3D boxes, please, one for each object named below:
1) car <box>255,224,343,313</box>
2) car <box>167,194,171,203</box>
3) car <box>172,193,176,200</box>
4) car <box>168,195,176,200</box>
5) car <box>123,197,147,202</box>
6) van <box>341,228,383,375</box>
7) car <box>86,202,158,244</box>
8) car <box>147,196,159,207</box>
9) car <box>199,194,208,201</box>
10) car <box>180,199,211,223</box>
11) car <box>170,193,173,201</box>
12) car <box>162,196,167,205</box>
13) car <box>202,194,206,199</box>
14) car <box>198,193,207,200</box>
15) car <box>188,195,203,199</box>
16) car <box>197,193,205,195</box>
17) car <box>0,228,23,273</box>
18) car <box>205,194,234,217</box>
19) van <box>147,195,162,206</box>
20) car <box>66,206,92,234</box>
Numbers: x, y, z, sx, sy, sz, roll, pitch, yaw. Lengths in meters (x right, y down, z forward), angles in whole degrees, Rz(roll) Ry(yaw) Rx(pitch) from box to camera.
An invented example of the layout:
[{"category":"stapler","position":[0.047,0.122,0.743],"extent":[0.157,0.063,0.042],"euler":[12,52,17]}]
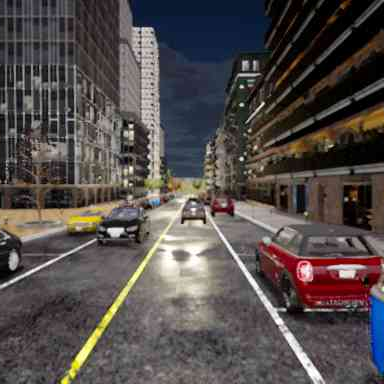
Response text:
[{"category":"car","position":[2.677,1.429,7.676],"extent":[1.967,1.590,4.097],"euler":[-1,0,0]},{"category":"car","position":[-5.631,1.469,64.785],"extent":[1.947,1.339,4.313],"euler":[-1,0,0]},{"category":"car","position":[-5.620,1.456,81.879],"extent":[1.802,1.307,4.206],"euler":[-1,0,0]},{"category":"car","position":[-5.623,1.417,93.275],"extent":[1.947,1.339,4.313],"euler":[-1,0,0]},{"category":"car","position":[-5.656,1.395,30.598],"extent":[1.967,1.590,4.097],"euler":[-1,0,0]},{"category":"van","position":[2.671,1.338,1.978],"extent":[1.690,1.788,3.998],"euler":[-1,0,0]},{"category":"car","position":[-3.079,1.468,15.811],"extent":[2.128,1.511,4.902],"euler":[0,0,0]},{"category":"car","position":[-5.646,1.504,41.994],"extent":[1.947,1.339,4.313],"euler":[-1,0,0]},{"category":"car","position":[2.724,1.314,81.749],"extent":[1.967,1.590,4.097],"euler":[-1,0,0]},{"category":"car","position":[0.116,1.511,24.857],"extent":[2.033,1.411,5.357],"euler":[0,0,0]},{"category":"car","position":[-5.628,1.460,70.483],"extent":[1.947,1.339,4.313],"euler":[-1,0,0]},{"category":"car","position":[-5.639,1.465,53.389],"extent":[1.887,1.381,4.507],"euler":[-1,0,0]},{"category":"car","position":[2.708,1.487,53.259],"extent":[1.947,1.339,4.313],"euler":[-1,0,0]},{"category":"car","position":[2.725,1.178,87.449],"extent":[2.192,1.841,5.009],"euler":[-1,0,0]},{"category":"car","position":[0.126,1.444,41.872],"extent":[1.837,1.490,4.892],"euler":[0,0,0]},{"category":"car","position":[2.710,1.219,64.654],"extent":[2.192,1.841,5.009],"euler":[-1,0,0]},{"category":"car","position":[-5.667,1.539,7.807],"extent":[2.008,1.369,4.403],"euler":[-1,0,0]},{"category":"car","position":[2.689,1.270,30.467],"extent":[2.192,1.841,5.009],"euler":[-1,0,0]},{"category":"van","position":[-5.647,1.271,47.691],"extent":[1.690,1.788,3.998],"euler":[-1,0,0]},{"category":"car","position":[-5.661,1.497,19.033],"extent":[1.752,1.417,4.829],"euler":[-1,0,0]}]
